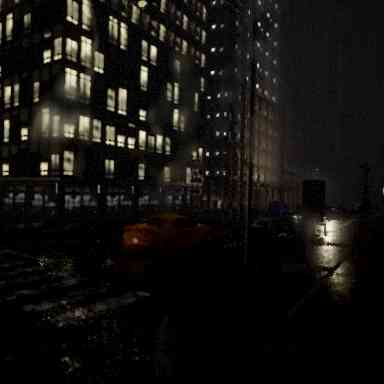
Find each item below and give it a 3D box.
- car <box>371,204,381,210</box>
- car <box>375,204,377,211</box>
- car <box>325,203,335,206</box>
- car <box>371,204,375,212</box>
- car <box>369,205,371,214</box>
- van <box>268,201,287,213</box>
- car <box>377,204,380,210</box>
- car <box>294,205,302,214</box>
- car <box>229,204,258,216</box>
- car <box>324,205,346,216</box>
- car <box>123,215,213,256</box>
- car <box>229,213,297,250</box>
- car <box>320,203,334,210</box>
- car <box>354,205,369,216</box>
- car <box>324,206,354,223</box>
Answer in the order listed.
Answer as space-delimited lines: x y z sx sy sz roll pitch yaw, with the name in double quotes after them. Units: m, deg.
45.896 3.667 82.885 1.887 1.381 4.507 1 -1 33 "car"
33.749 3.201 63.867 1.947 1.339 4.313 1 -1 33 "car"
15.963 2.296 40.889 2.097 1.767 4.553 2 0 33 "car"
30.716 2.953 59.114 1.967 1.590 4.097 1 -1 33 "car"
27.676 2.973 54.358 1.802 1.307 4.206 1 -1 33 "car"
11.517 2.162 44.616 1.690 1.788 3.998 1 -1 33 "van"
39.823 3.445 73.376 1.947 1.339 4.313 1 -1 33 "car"
15.601 2.524 46.005 1.994 1.385 4.181 2 0 33 "car"
5.443 2.015 35.108 1.967 1.590 4.097 1 -1 33 "car"
21.257 2.706 49.289 2.033 1.411 5.357 2 0 33 "car"
-0.828 1.739 14.705 1.882 1.535 5.008 2 0 33 "car"
3.495 1.960 16.255 2.008 1.369 4.403 1 -1 33 "car"
29.726 3.121 73.133 1.947 1.339 4.313 1 -1 33 "car"
24.640 2.834 49.604 1.947 1.339 4.313 1 -1 33 "car"
15.531 2.466 35.340 1.947 1.339 4.313 1 -1 33 "car"
